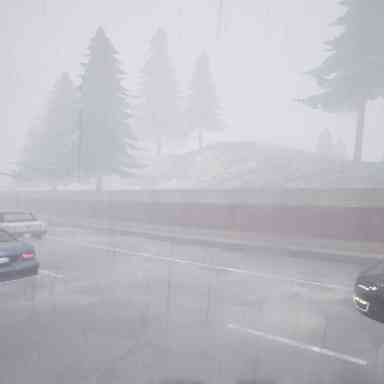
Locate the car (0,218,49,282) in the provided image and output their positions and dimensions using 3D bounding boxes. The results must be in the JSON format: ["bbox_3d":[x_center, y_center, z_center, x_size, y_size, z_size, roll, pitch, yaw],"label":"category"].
[{"bbox_3d":[-6.082,1.556,8.927,5.357,1.411,2.033,0,0,40],"label":"car"}]

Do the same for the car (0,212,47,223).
[{"bbox_3d":[-8.879,1.615,16.153,4.718,1.301,1.895,0,0,43],"label":"car"}]

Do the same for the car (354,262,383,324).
[{"bbox_3d":[5.037,1.503,4.776,4.892,1.490,1.837,0,0,35],"label":"car"}]
